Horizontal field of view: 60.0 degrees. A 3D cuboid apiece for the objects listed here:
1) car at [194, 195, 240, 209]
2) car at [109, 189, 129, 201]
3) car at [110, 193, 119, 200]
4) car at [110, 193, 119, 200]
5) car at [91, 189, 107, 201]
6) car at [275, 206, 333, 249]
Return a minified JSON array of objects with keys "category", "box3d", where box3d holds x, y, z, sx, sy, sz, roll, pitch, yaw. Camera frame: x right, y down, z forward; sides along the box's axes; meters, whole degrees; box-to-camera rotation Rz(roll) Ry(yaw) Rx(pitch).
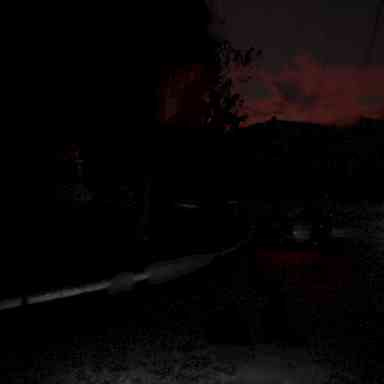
[{"category":"car","box3d":[2.656,1.061,36.072,2.033,1.411,5.357,0,1,-44]},{"category":"car","box3d":[-11.717,0.468,54.258,2.150,2.045,5.566,0,0,-19]},{"category":"car","box3d":[-18.940,1.128,81.547,2.128,1.511,4.902,0,-1,-13]},{"category":"car","box3d":[-15.937,0.936,68.601,1.812,1.442,4.674,0,-1,-13]},{"category":"car","box3d":[-15.045,0.469,53.941,2.150,2.045,5.566,0,0,-19]},{"category":"car","box3d":[4.860,1.346,14.191,1.882,1.535,5.008,1,1,25]}]
